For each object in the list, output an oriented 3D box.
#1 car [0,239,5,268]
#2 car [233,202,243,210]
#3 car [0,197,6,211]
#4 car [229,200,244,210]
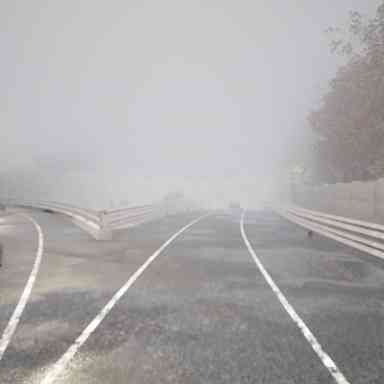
[{"bbox_3d":[-5.801,1.496,7.938,1.812,1.442,4.674,1,0,-20],"label":"car"},{"bbox_3d":[9.224,2.815,66.315,1.812,1.442,4.674,0,-4,12],"label":"car"},{"bbox_3d":[-22.448,1.244,37.435,2.097,1.767,4.553,0,0,-37],"label":"car"},{"bbox_3d":[7.264,2.182,56.122,2.128,1.511,4.902,0,-3,11],"label":"car"}]
